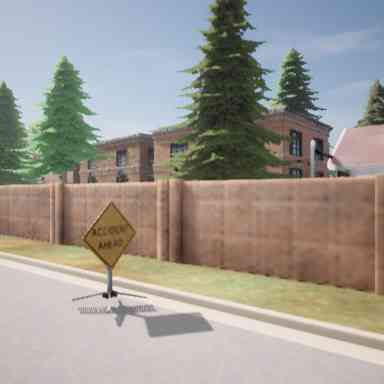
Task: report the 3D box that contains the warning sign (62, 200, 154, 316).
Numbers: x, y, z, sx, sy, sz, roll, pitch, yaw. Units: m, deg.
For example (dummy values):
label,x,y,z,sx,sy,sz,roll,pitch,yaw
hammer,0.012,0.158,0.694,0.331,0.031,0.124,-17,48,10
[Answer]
label,x,y,z,sx,sy,sz,roll,pitch,yaw
warning sign,-1.547,1.099,6.262,1.060,1.860,1.300,0,0,36
